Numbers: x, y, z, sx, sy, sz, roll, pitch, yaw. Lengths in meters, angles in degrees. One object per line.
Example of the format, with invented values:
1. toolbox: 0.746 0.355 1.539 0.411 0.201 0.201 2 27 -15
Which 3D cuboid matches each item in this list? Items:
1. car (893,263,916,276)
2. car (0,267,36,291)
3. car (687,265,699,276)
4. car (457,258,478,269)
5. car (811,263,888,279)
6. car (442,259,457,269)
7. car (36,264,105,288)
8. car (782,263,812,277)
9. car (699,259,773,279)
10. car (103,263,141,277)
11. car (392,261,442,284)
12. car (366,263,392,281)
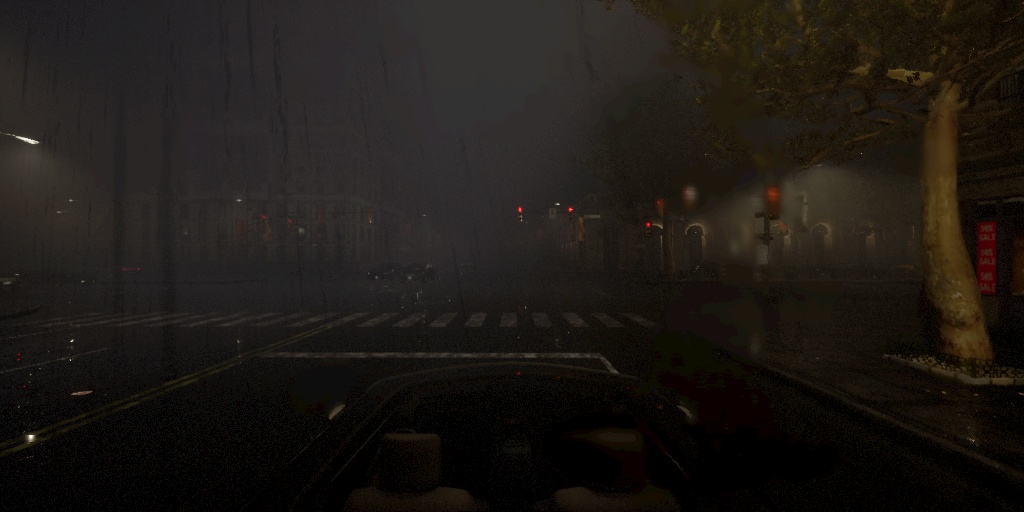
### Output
1. car: 39.859 1.228 34.536 5.008 1.535 1.882 0 0 1
2. car: -30.499 1.242 19.988 4.902 1.511 2.128 0 0 1
3. car: 19.456 1.102 34.733 4.553 1.767 2.097 0 0 0
4. car: -6.915 1.351 56.613 1.895 1.301 4.718 0 0 0
5. car: 29.383 1.351 31.142 4.718 1.301 1.895 0 0 1
6. car: -10.409 1.276 57.146 1.812 1.442 4.674 0 0 0
7. car: -30.277 1.351 23.485 4.718 1.301 1.895 0 0 1
8. car: 29.396 1.351 34.642 4.718 1.301 1.895 0 0 1
9. car: 19.436 1.255 31.231 4.892 1.490 1.837 0 0 1
10. car: -39.676 1.351 35.252 4.718 1.301 1.895 0 0 1
11. car: -7.022 1.241 27.102 2.128 1.511 4.902 0 0 0
12. car: -10.510 1.297 30.541 2.033 1.411 5.357 0 0 0
